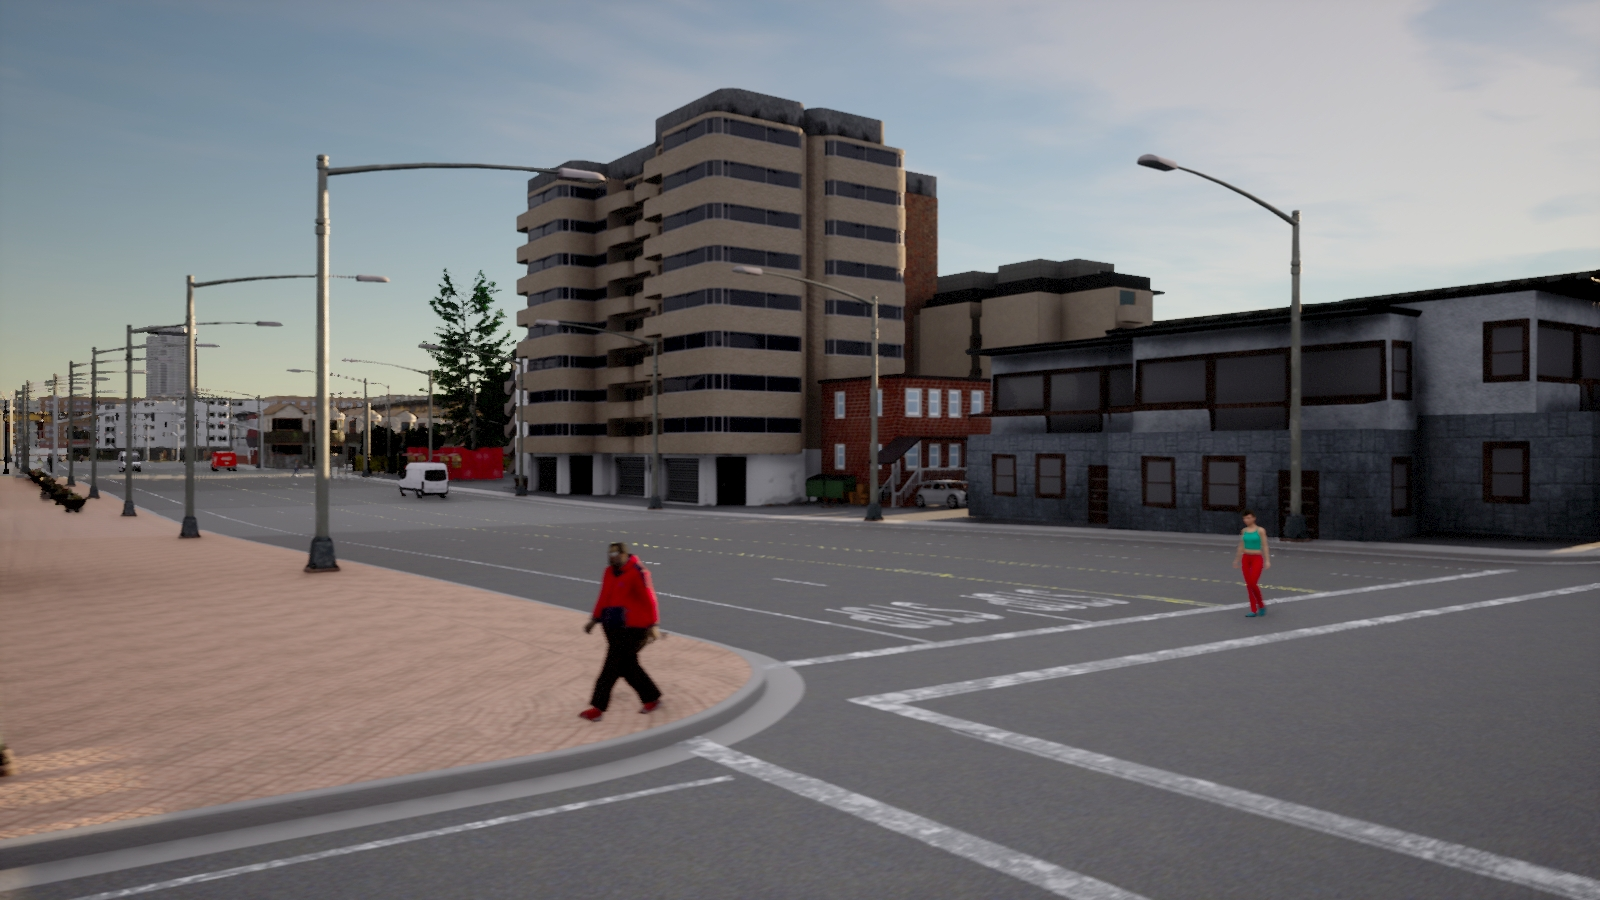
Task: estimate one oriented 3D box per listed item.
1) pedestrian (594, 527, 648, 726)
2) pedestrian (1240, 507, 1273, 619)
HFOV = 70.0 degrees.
[{"bbox_3d":[-1.749,1.702,11.176,0.375,1.860,0.375,0,0,-44],"label":"pedestrian"},{"bbox_3d":[7.766,1.907,19.451,0.375,1.860,0.375,0,0,-34],"label":"pedestrian"}]
